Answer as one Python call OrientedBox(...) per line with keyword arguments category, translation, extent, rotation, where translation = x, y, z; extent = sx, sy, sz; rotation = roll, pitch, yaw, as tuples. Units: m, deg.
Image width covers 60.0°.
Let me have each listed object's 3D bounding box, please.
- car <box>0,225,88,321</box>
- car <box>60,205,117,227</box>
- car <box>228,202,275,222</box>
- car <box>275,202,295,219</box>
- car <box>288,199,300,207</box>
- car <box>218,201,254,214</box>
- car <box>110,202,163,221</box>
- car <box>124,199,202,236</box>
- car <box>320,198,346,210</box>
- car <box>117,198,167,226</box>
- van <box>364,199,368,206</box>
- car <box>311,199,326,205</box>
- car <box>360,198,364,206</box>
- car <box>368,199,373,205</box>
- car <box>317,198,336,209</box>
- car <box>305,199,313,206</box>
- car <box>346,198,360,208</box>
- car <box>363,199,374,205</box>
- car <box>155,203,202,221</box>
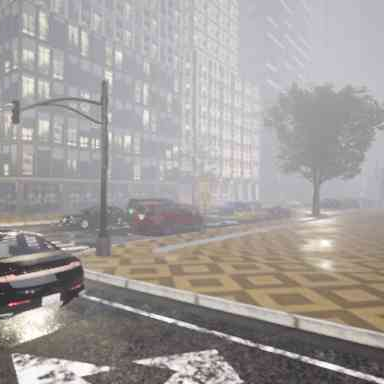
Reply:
OrientedBox(category="car", translation=(-4.204, 1.520, 6.673), extent=(4.902, 1.511, 2.128), rotation=(-1, 0, 35))
OrientedBox(category="car", translation=(-6.702, 1.662, 23.083), extent=(1.837, 1.490, 4.892), rotation=(1, 0, 38))
OrientedBox(category="car", translation=(5.398, 1.871, 29.674), extent=(1.752, 1.417, 4.829), rotation=(0, 0, 36))
OrientedBox(category="car", translation=(8.648, 1.975, 34.074), extent=(1.802, 1.307, 4.206), rotation=(0, 0, 36))
OrientedBox(category="car", translation=(18.557, 2.040, 61.583), extent=(1.752, 1.417, 4.829), rotation=(0, 0, 36))
OrientedBox(category="car", translation=(4.912, 1.805, 38.730), extent=(1.882, 1.535, 5.008), rotation=(1, 0, 37))
OrientedBox(category="car", translation=(-4.898, 1.705, 29.842), extent=(1.752, 1.417, 4.829), rotation=(0, 0, 36))
OrientedBox(category="car", translation=(-1.405, 1.560, 20.466), extent=(2.192, 1.841, 5.009), rotation=(0, 0, 36))
OrientedBox(category="car", translation=(22.058, 1.898, 52.219), extent=(2.192, 1.841, 5.009), rotation=(0, 0, 36))
OrientedBox(category="car", translation=(-2.305, 1.449, 23.933), extent=(2.150, 2.045, 5.566), rotation=(1, 0, 39))
OrientedBox(category="van", translation=(35.466, 2.109, 70.363), extent=(1.690, 1.788, 3.998), rotation=(0, 0, 36))
OrientedBox(category="car", translation=(28.709, 2.205, 75.323), extent=(2.008, 1.369, 4.403), rotation=(0, 0, 36))
OrientedBox(category="car", translation=(32.112, 2.267, 65.827), extent=(1.887, 1.381, 4.507), rotation=(0, 0, 36))
OrientedBox(category="car", translation=(38.817, 2.254, 74.899), extent=(1.967, 1.590, 4.097), rotation=(0, 0, 36))
OrientedBox(category="car", translation=(23.895, 1.955, 59.051), extent=(2.097, 1.767, 4.553), rotation=(1, 0, 36))
OrientedBox(category="car", translation=(25.359, 2.190, 70.788), extent=(1.802, 1.307, 4.206), rotation=(0, 0, 36))
OrientedBox(category="car", translation=(28.762, 1.991, 61.291), extent=(2.192, 1.841, 5.009), rotation=(0, 0, 36))
OrientedBox(category="car", translation=(42.168, 2.441, 79.435), extent=(1.802, 1.307, 4.206), rotation=(0, 0, 36))
OrientedBox(category="car", translation=(-1.145, 1.765, 30.553), extent=(1.812, 1.442, 4.674), rotation=(1, 0, 36))
